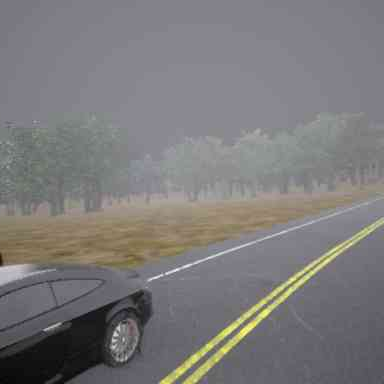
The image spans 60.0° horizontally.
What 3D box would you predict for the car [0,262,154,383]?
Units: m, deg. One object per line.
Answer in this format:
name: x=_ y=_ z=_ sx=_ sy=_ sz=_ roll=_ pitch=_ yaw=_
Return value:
car: x=-2.364 y=1.683 z=3.833 sx=1.812 sy=1.442 sz=4.674 roll=-4 pitch=0 yaw=33
